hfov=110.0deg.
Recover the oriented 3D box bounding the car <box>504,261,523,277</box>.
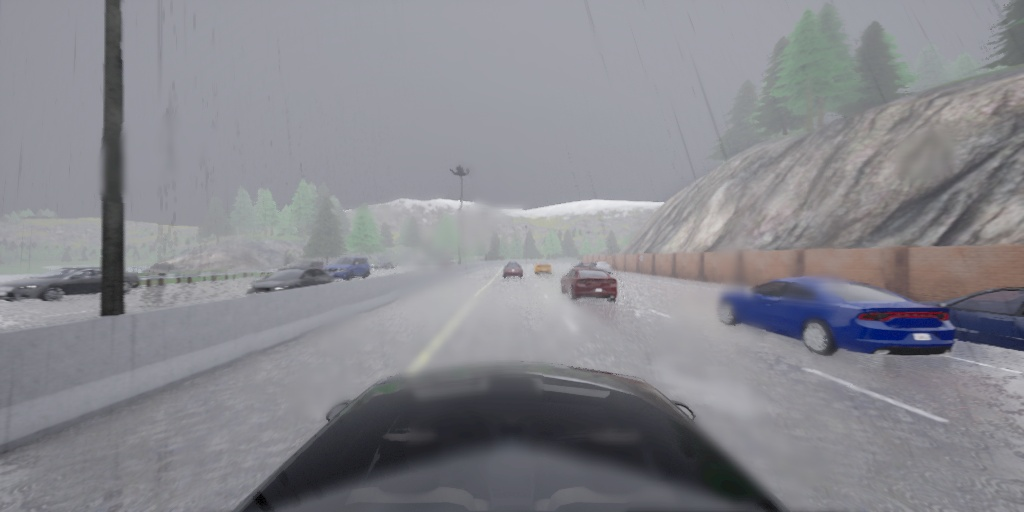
[{"bbox_3d":[0.120,1.457,38.124,1.994,1.385,4.181,0,0,0],"label":"car"}]

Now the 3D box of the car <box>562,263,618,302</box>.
[{"bbox_3d":[3.601,1.289,17.348,1.882,1.535,5.008,0,0,0],"label":"car"}]

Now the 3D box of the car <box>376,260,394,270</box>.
[{"bbox_3d":[-20.989,1.477,59.202,2.128,1.511,4.902,0,0,0],"label":"car"}]

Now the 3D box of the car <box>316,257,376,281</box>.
[{"bbox_3d":[-14.077,1.088,30.867,2.150,2.045,5.566,0,0,0],"label":"car"}]

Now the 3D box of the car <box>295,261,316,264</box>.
[{"bbox_3d":[-17.570,1.217,30.509,2.097,1.767,4.553,0,0,0],"label":"car"}]

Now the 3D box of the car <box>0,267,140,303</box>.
[{"bbox_3d":[-21.084,1.305,17.298,2.128,1.511,4.902,0,0,0],"label":"car"}]

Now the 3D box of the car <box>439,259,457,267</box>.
[{"bbox_3d":[-10.490,1.591,60.300,1.895,1.301,4.718,0,0,1],"label":"car"}]

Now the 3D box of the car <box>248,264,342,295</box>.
[{"bbox_3d":[-10.584,1.319,17.620,1.837,1.490,4.892,0,0,0],"label":"car"}]

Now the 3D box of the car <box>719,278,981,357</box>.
[{"bbox_3d":[7.101,1.255,8.683,1.882,1.535,5.008,0,0,0],"label":"car"}]

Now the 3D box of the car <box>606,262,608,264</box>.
[{"bbox_3d":[10.623,1.437,42.680,1.812,1.442,4.674,0,0,0],"label":"car"}]

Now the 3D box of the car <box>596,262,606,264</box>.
[{"bbox_3d":[7.117,1.371,34.547,2.128,1.511,4.902,0,0,0],"label":"car"}]

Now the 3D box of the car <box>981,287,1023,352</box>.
[{"bbox_3d":[10.591,1.318,7.033,2.033,1.411,5.357,0,0,0],"label":"car"}]

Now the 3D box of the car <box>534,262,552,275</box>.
[{"bbox_3d":[3.622,1.388,42.427,1.882,1.535,5.008,0,0,0],"label":"car"}]
